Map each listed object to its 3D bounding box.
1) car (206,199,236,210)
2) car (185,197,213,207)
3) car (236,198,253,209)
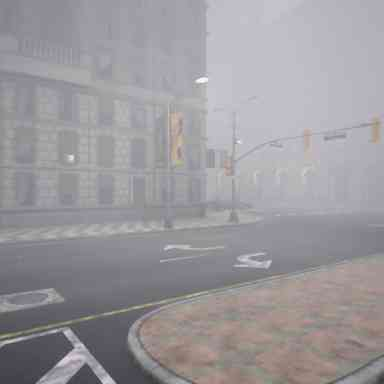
[{"bbox_3d":[3.243,1.564,42.879,1.994,1.385,4.181,0,0,-36],"label":"car"},{"bbox_3d":[1.095,1.505,51.943,1.837,1.490,4.892,0,0,-35],"label":"car"},{"bbox_3d":[6.185,1.564,44.784,1.994,1.385,4.181,0,0,-36],"label":"car"}]
